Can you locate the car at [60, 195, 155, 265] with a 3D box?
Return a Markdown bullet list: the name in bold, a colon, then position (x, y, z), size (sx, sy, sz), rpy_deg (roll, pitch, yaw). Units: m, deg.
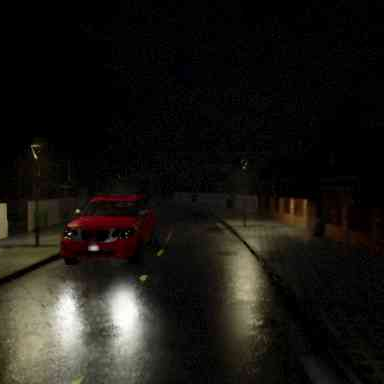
- **car**: position (-2.624, 1.137, 11.753), size (2.150, 2.045, 5.566), rpy_deg (0, 0, 1)
